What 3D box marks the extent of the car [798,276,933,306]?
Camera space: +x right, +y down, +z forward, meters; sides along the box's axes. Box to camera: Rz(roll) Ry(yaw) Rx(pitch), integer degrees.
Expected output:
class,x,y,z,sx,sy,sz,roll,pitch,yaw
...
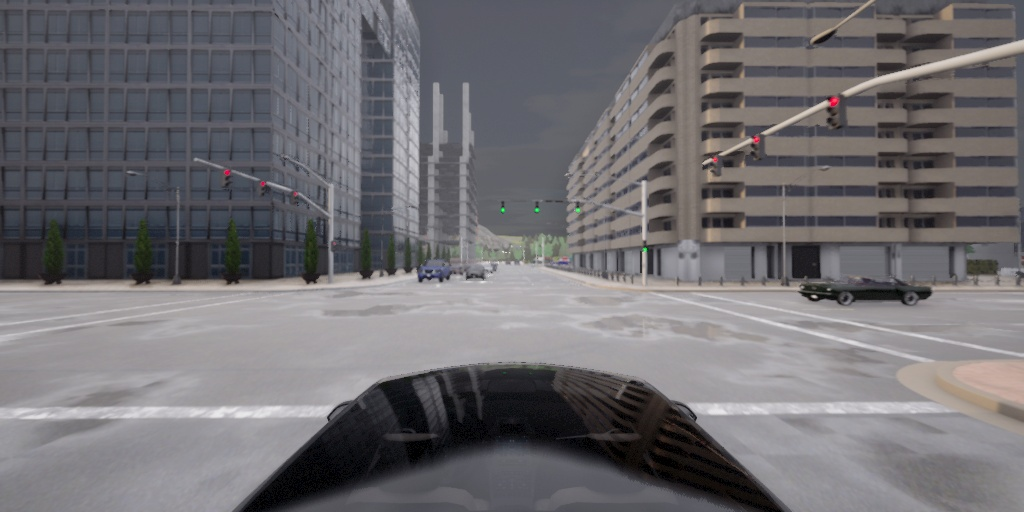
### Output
class,x,y,z,sx,sy,sz,roll,pitch,yaw
car,16.216,1.577,16.678,4.718,1.301,1.895,0,-1,0

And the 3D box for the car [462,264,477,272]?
class,x,y,z,sx,sy,sz,roll,pitch,yaw
car,-7.181,2.008,61.230,1.994,1.385,4.181,0,-1,0

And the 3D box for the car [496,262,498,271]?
class,x,y,z,sx,sy,sz,roll,pitch,yaw
car,-3.633,2.002,60.801,1.994,1.385,4.181,0,-1,0

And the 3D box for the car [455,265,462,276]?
class,x,y,z,sx,sy,sz,roll,pitch,yaw
car,-7.193,1.826,45.600,1.994,1.385,4.181,0,-1,0

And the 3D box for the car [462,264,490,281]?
class,x,y,z,sx,sy,sz,roll,pitch,yaw
car,-3.575,1.655,36.147,1.837,1.490,4.892,0,0,0

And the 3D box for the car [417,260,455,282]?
class,x,y,z,sx,sy,sz,roll,pitch,yaw
car,-7.177,1.345,33.611,2.150,2.045,5.566,0,-1,0

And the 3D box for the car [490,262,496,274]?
class,x,y,z,sx,sy,sz,roll,pitch,yaw
car,-3.703,1.854,51.365,1.812,1.442,4.674,0,-1,0
